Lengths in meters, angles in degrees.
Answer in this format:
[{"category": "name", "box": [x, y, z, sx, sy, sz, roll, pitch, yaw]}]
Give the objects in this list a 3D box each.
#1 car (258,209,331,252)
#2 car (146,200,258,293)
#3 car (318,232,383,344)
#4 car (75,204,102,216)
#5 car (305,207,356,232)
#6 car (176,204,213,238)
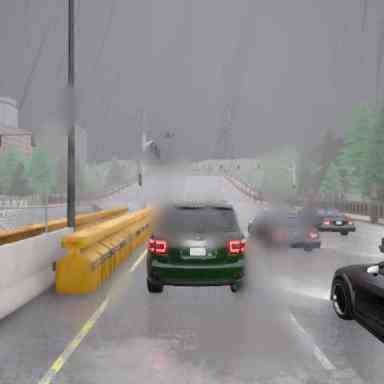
[{"category": "car", "box": [3.622, 1.546, 13.945, 2.033, 1.411, 5.357, 0, 0, 0]}, {"category": "car", "box": [0.114, 1.221, 8.987, 2.150, 2.045, 5.566, 0, 0, 0]}, {"category": "car", "box": [3.610, 1.564, 4.670, 1.994, 1.385, 4.181, 0, 0, 0]}, {"category": "car", "box": [-6.977, 1.525, 21.537, 1.812, 1.442, 4.674, 0, 0, 0]}, {"category": "car", "box": [7.125, 1.546, 18.608, 2.033, 1.411, 5.357, 0, 0, 0]}, {"category": "car", "box": [0.127, 1.503, 18.838, 1.837, 1.490, 4.892, 0, 0, 0]}]
